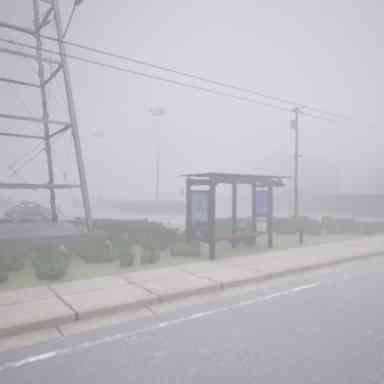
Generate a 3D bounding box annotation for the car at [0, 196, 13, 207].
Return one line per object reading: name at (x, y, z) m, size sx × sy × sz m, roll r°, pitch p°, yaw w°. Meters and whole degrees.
car at (-27.797, 1.363, 47.078) m, size 4.605 × 1.855 × 1.932 m, roll 1°, pitch 0°, yaw -37°

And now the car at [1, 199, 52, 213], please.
car at (-14.164, 1.572, 29.203) m, size 3.905 × 1.438 × 1.784 m, roll 1°, pitch 0°, yaw -37°
